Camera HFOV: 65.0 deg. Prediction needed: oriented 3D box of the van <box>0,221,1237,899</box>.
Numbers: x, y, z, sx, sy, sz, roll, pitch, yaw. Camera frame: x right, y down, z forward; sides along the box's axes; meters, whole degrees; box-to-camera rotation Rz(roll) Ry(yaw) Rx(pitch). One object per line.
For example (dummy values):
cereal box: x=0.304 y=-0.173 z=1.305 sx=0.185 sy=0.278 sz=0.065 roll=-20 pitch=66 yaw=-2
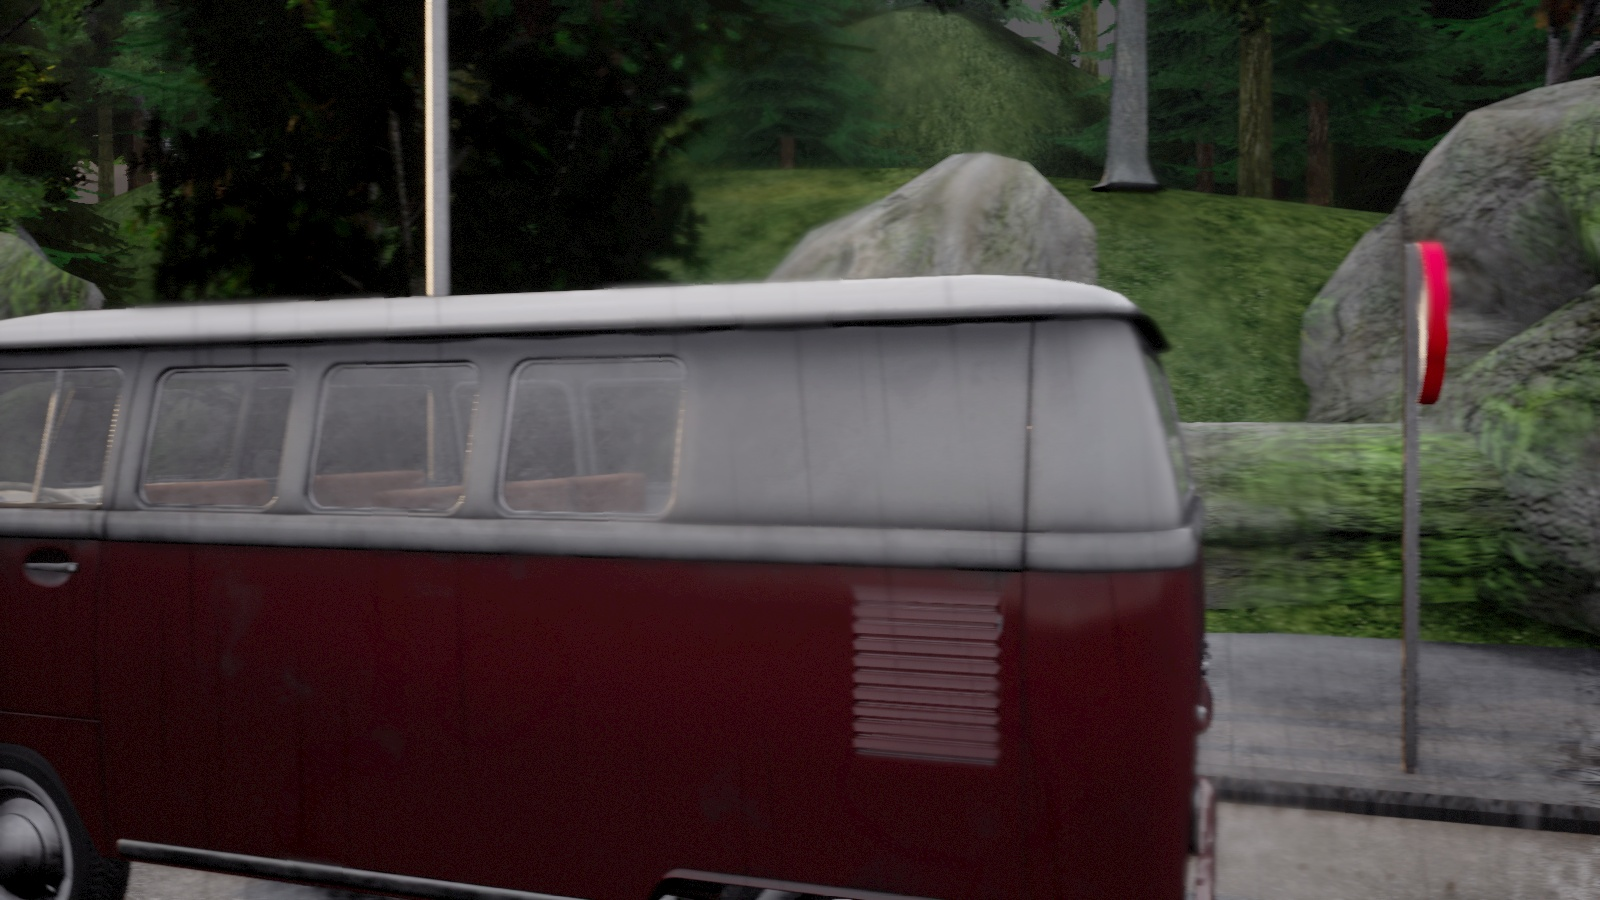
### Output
van: x=-0.965 y=0.508 z=4.041 sx=4.442 sy=1.987 sz=1.775 roll=1 pitch=1 yaw=19
